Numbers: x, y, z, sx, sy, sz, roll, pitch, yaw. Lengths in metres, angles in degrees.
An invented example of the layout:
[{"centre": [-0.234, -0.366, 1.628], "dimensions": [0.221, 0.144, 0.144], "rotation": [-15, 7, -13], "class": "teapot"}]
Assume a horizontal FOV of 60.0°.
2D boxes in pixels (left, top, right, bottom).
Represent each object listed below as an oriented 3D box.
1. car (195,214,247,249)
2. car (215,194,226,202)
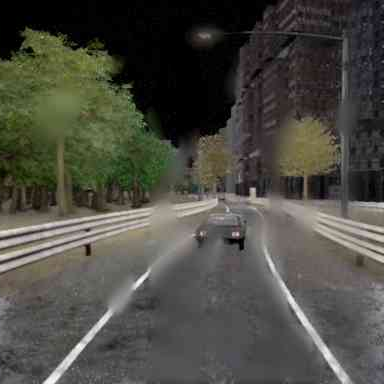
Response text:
[{"centre": [1.444, 1.607, 14.643], "dimensions": [1.895, 1.301, 4.718], "rotation": [0, 0, 11], "class": "car"}, {"centre": [6.336, 1.302, 75.919], "dimensions": [2.097, 1.767, 4.553], "rotation": [0, 0, -7], "class": "car"}]
